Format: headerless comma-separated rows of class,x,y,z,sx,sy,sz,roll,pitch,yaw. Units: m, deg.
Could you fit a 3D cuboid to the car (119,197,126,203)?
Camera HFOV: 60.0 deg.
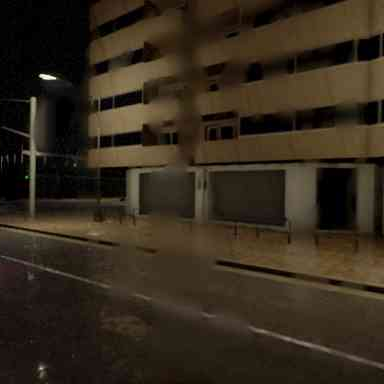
car,-7.700,0.870,46.995,2.033,1.411,5.357,1,1,37
